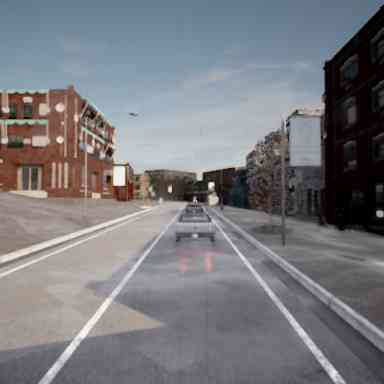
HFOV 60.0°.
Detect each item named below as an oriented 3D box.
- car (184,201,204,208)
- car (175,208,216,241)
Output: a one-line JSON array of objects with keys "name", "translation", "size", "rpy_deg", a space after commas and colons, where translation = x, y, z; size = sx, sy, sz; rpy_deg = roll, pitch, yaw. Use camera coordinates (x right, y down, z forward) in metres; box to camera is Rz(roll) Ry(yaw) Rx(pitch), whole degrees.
[{"name": "car", "translation": [0.210, 1.758, 35.755], "size": [2.128, 1.511, 4.902], "rpy_deg": [0, 0, 0]}, {"name": "car", "translation": [0.144, 1.709, 17.283], "size": [1.895, 1.301, 4.718], "rpy_deg": [0, 0, 0]}]
